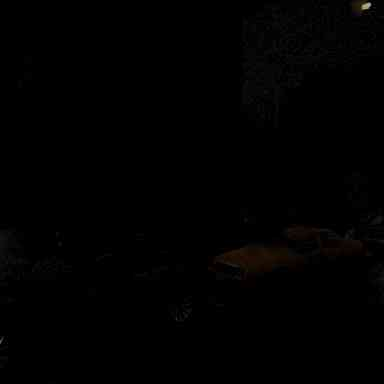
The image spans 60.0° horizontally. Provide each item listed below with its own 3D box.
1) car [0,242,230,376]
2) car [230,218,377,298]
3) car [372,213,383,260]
[{"bbox_3d":[-1.693,1.566,5.444,4.313,1.339,1.947,0,0,-36],"label":"car"},{"bbox_3d":[2.589,1.525,8.512,4.829,1.417,1.752,0,0,-36],"label":"car"},{"bbox_3d":[7.148,1.441,11.777,4.097,1.590,1.967,0,0,-36],"label":"car"}]
